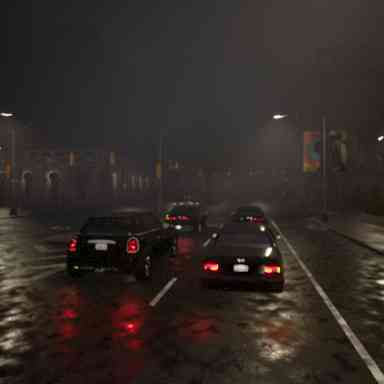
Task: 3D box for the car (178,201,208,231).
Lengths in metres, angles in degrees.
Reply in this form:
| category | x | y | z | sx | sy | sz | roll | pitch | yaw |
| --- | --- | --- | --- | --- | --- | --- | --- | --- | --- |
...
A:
| category | x | y | z | sx | sy | sz | roll | pitch | yaw |
| --- | --- | --- | --- | --- | --- | --- | --- | --- | --- |
| car | -0.240 | 1.511 | 19.070 | 1.837 | 1.490 | 4.892 | 0 | 0 | 10 |

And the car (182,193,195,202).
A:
| category | x | y | z | sx | sy | sz | roll | pitch | yaw |
| --- | --- | --- | --- | --- | --- | --- | --- | --- | --- |
| car | -0.716 | 1.251 | 81.697 | 2.150 | 2.045 | 5.566 | 0 | 0 | 10 |

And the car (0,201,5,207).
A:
| category | x | y | z | sx | sy | sz | roll | pitch | yaw |
| --- | --- | --- | --- | --- | --- | --- | --- | --- | --- |
| car | -29.526 | 1.515 | 47.953 | 4.892 | 1.490 | 1.837 | 0 | 0 | 10 |

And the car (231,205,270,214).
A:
| category | x | y | z | sx | sy | sz | roll | pitch | yaw |
| --- | --- | --- | --- | --- | --- | --- | --- | --- | --- |
| car | 3.234 | 1.511 | 18.593 | 1.837 | 1.490 | 4.892 | 0 | 0 | 10 |

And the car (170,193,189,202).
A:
| category | x | y | z | sx | sy | sz | roll | pitch | yaw |
| --- | --- | --- | --- | --- | --- | --- | --- | --- | --- |
| car | -2.513 | 1.248 | 71.747 | 2.150 | 2.045 | 5.566 | 0 | 0 | 10 |

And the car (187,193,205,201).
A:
| category | x | y | z | sx | sy | sz | roll | pitch | yaw |
| --- | --- | --- | --- | --- | --- | --- | --- | --- | --- |
| car | 0.940 | 1.563 | 71.172 | 2.033 | 1.411 | 5.357 | 0 | 0 | 10 |

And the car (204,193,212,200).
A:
| category | x | y | z | sx | sy | sz | roll | pitch | yaw |
| --- | --- | --- | --- | --- | --- | --- | --- | --- | --- |
| car | 2.727 | 1.252 | 81.069 | 2.150 | 2.045 | 5.566 | 0 | 0 | 10 |

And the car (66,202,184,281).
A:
| category | x | y | z | sx | sy | sz | roll | pitch | yaw |
| --- | --- | --- | --- | --- | --- | --- | --- | --- | --- |
| car | -1.838 | 1.355 | 10.207 | 2.097 | 1.767 | 4.553 | 0 | 0 | 10 |

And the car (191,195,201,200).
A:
| category | x | y | z | sx | sy | sz | roll | pitch | yaw |
| --- | --- | --- | --- | --- | --- | --- | --- | --- | --- |
| car | 1.117 | 1.569 | 91.848 | 2.033 | 1.411 | 5.357 | 0 | 0 | 10 |

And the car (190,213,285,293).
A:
| category | x | y | z | sx | sy | sz | roll | pitch | yaw |
| --- | --- | --- | --- | --- | --- | --- | --- | --- | --- |
| car | 1.437 | 1.551 | 9.024 | 2.033 | 1.411 | 5.357 | 0 | 0 | 11 |
